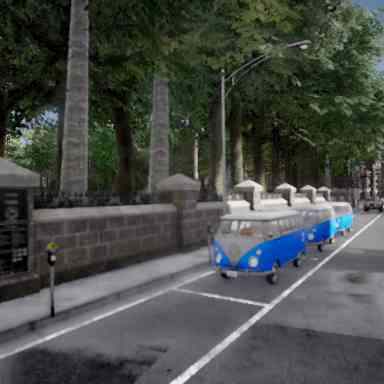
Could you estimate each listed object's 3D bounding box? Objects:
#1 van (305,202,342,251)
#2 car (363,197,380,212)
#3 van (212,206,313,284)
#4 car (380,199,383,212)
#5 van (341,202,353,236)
[{"bbox_3d":[5.141,1.475,14.487,1.690,1.788,3.998,-1,-1,33],"label":"van"},{"bbox_3d":[23.484,1.611,43.053,2.192,1.841,5.009,-1,-1,33],"label":"car"},{"bbox_3d":[2.084,1.445,9.726,1.690,1.788,3.998,-1,-1,33],"label":"van"},{"bbox_3d":[21.866,1.721,35.765,2.128,1.511,4.902,-1,-1,33],"label":"car"},{"bbox_3d":[8.199,1.505,19.248,1.690,1.788,3.998,-1,-1,33],"label":"van"}]
